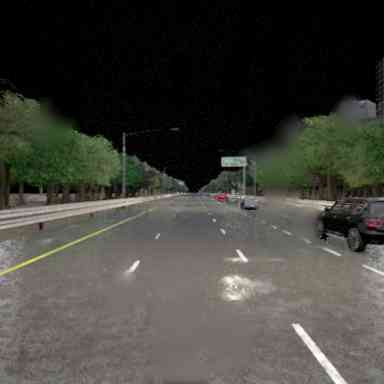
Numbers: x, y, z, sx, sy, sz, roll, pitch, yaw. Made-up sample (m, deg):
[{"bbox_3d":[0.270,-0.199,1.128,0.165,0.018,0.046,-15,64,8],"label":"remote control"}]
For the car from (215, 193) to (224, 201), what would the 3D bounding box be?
[{"bbox_3d":[7.376,1.229,80.812,2.150,2.045,5.566,0,0,0],"label":"car"}]

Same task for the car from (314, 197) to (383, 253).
[{"bbox_3d":[7.013,1.227,13.815,2.150,2.045,5.566,0,0,0],"label":"car"}]

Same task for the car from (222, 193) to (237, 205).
[{"bbox_3d":[7.217,1.508,60.752,2.128,1.511,4.902,0,0,0],"label":"car"}]

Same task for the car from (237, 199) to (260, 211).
[{"bbox_3d":[7.104,1.581,41.097,1.994,1.385,4.181,0,0,0],"label":"car"}]
